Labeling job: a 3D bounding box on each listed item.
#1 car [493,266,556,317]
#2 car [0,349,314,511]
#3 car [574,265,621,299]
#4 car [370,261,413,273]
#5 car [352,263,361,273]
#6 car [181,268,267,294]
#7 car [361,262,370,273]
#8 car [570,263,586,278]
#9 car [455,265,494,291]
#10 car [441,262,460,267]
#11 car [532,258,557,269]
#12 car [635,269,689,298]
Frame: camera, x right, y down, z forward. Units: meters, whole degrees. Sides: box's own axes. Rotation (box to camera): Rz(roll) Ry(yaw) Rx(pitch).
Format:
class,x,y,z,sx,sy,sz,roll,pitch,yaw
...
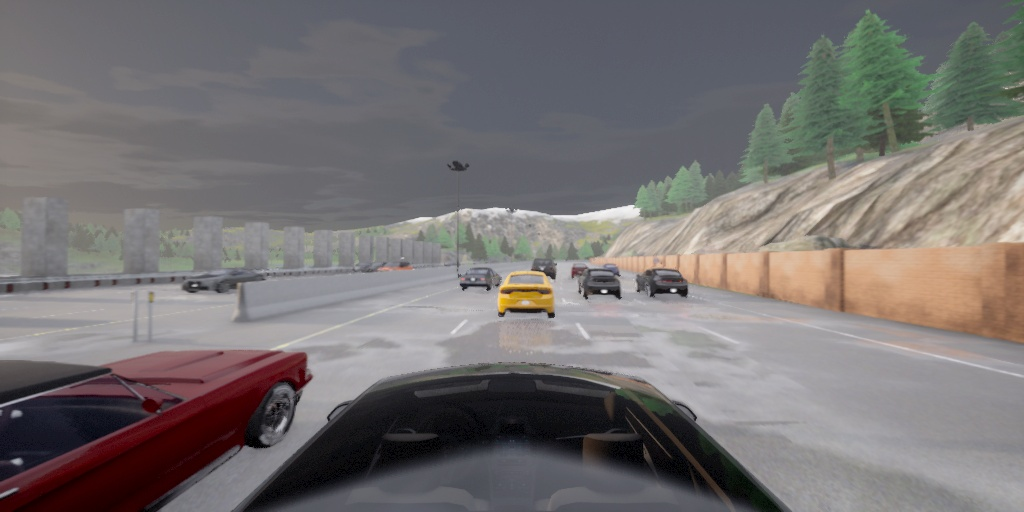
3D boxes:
class,x,y,z,sx,sy,sz,roll,pitch,yaw
car,0.601,1.324,13.753,1.882,1.535,5.008,0,0,4
car,-3.370,1.339,2.269,1.895,1.301,4.718,0,0,0
car,4.606,1.416,19.295,1.837,1.490,4.892,0,0,6
car,-11.227,1.302,34.413,2.097,1.767,4.553,0,0,9
car,-19.605,1.513,48.601,2.128,1.511,4.902,0,0,10
car,-16.522,1.384,20.856,1.994,1.385,4.181,0,0,6
car,-16.598,1.514,45.412,1.837,1.490,4.892,0,0,9
car,7.413,1.556,39.327,1.882,1.535,5.008,0,0,9
car,-1.972,1.459,23.561,2.033,1.411,5.357,0,0,7
car,-10.302,1.710,60.876,2.033,1.411,5.357,0,0,11
car,3.023,1.238,33.843,2.150,2.045,5.566,0,0,8
car,8.208,1.438,20.006,1.837,1.490,4.892,0,0,6
